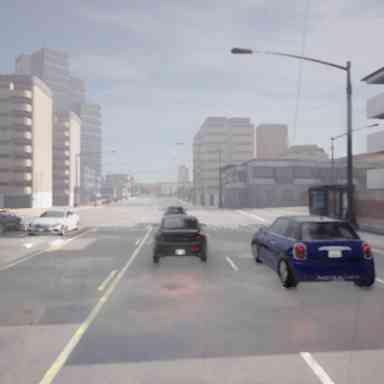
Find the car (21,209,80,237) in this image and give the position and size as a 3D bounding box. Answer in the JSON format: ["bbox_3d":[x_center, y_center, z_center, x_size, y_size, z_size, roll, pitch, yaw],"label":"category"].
[{"bbox_3d":[-7.999,1.735,19.684,1.812,1.442,4.674,0,-1,-3],"label":"car"}]

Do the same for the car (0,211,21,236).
[{"bbox_3d":[-11.482,1.780,19.241,1.994,1.385,4.181,0,-1,-3],"label":"car"}]

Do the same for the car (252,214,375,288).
[{"bbox_3d":[3.158,1.436,9.658,2.097,1.767,4.553,0,-1,-2],"label":"car"}]

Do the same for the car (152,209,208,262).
[{"bbox_3d":[-0.478,1.628,12.703,1.837,1.490,4.892,0,-1,-3],"label":"car"}]

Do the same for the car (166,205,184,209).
[{"bbox_3d":[-1.348,1.785,26.464,1.812,1.442,4.674,0,-1,-5],"label":"car"}]
